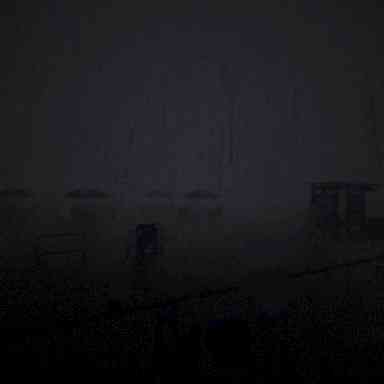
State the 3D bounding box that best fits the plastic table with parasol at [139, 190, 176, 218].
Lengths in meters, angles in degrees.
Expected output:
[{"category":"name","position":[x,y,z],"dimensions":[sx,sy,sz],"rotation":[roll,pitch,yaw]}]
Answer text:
[{"category":"plastic table with parasol","position":[-3.275,1.076,31.380],"dimensions":[2.482,2.480,2.482],"rotation":[1,0,-35]}]
